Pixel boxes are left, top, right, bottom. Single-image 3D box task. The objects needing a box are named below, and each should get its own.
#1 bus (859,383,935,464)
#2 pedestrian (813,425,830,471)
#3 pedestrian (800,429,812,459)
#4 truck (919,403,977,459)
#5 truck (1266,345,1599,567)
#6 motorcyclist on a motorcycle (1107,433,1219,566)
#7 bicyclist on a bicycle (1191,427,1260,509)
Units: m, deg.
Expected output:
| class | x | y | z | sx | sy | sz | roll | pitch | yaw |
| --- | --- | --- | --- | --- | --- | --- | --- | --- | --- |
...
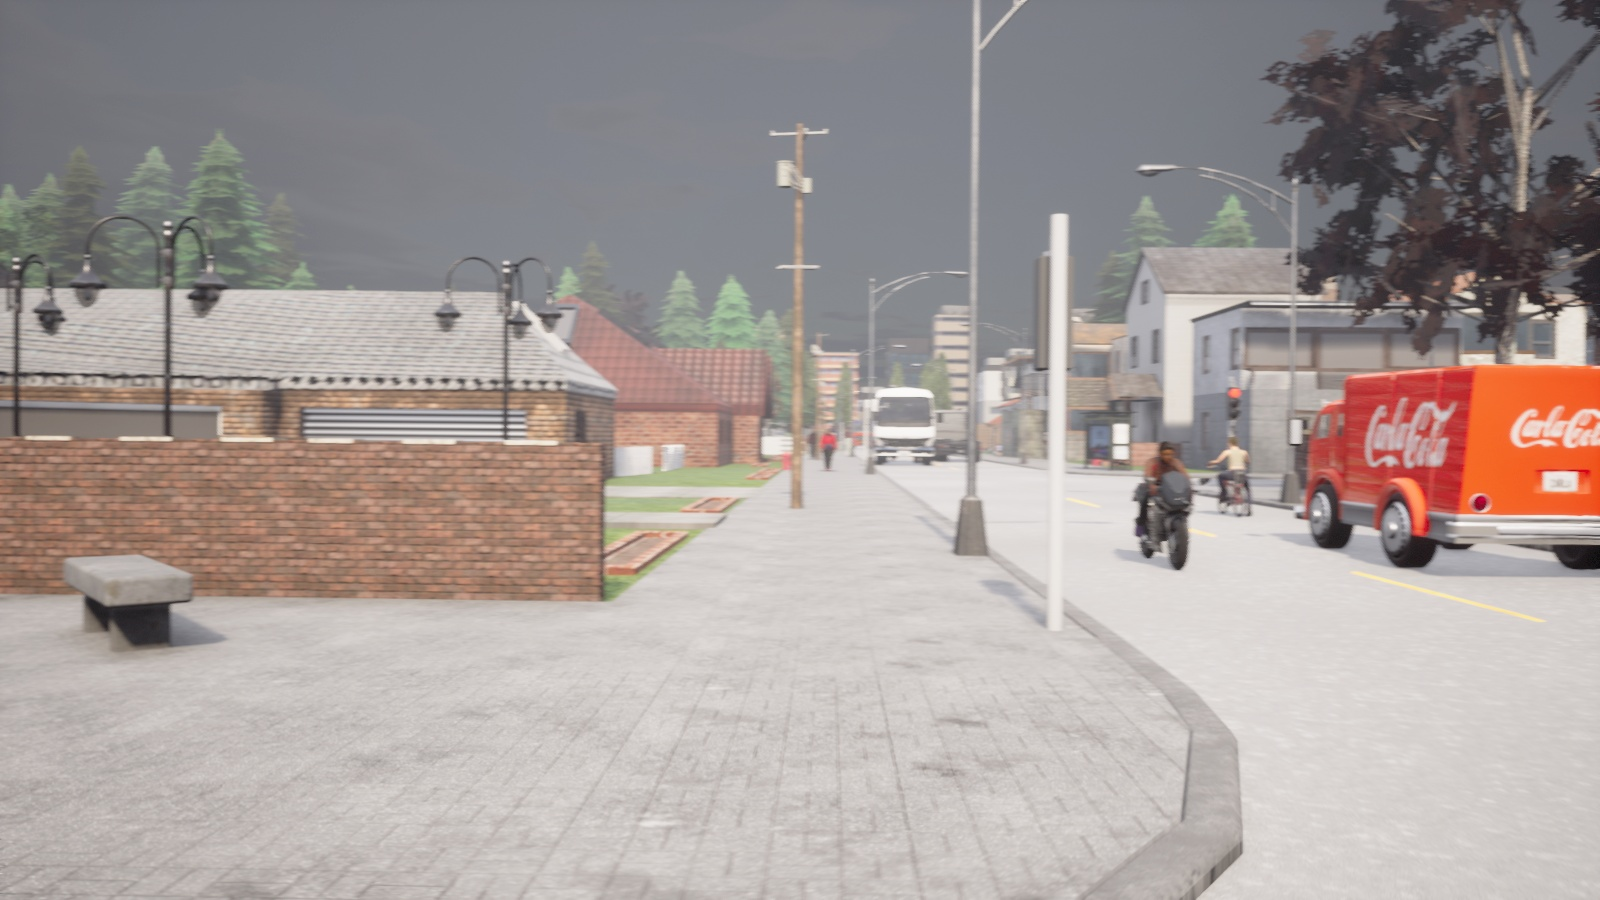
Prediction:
| class | x | y | z | sx | sy | sz | roll | pitch | yaw |
| --- | --- | --- | --- | --- | --- | --- | --- | --- | --- |
| bus | 5.379 | -1.456 | 71.411 | 3.944 | 4.253 | 10.273 | -1 | 1 | 3 |
| pedestrian | 0.866 | -0.085 | 50.792 | 0.634 | 1.844 | 0.899 | -1 | 1 | 0 |
| pedestrian | 0.354 | -0.368 | 76.582 | 0.634 | 1.844 | 0.899 | -1 | 1 | -2 |
| truck | 9.514 | -1.227 | 81.499 | 2.891 | 3.462 | 7.936 | -1 | 1 | 1 |
| truck | 8.472 | 0.024 | 16.651 | 2.627 | 2.467 | 5.204 | -1 | 1 | 0 |
| motorcyclist on a motorcycle | 4.410 | 0.553 | 15.413 | 0.797 | 1.523 | 2.044 | -1 | 1 | 1 |
| bicyclist on a bicycle | 8.628 | 0.342 | 25.505 | 0.866 | 1.612 | 1.509 | -1 | 1 | -1 |
